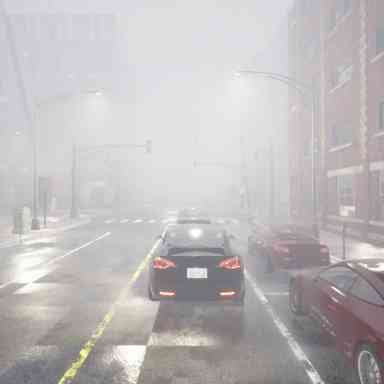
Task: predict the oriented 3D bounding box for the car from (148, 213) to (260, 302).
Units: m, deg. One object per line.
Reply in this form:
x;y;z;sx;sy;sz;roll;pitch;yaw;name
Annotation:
0.093;1.506;8.336;2.163;1.488;4.792;0;0;0;car

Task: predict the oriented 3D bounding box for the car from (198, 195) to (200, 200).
2.630;1.573;82.155;1.887;1.381;4.507;1;0;0;car

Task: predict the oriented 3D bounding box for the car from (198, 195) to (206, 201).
2.625;1.597;87.806;1.947;1.339;4.313;1;0;0;car

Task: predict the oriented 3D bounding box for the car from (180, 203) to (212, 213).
0.086;1.552;17.608;2.033;1.411;5.357;0;0;-1;car

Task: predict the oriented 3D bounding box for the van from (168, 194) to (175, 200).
-5.756;1.376;93.490;1.690;1.788;3.998;1;0;0;van

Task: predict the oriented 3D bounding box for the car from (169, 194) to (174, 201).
-5.746;1.607;76.533;1.802;1.307;4.206;1;0;0;car

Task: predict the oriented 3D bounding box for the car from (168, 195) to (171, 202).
-5.736;1.602;65.228;1.802;1.307;4.206;1;0;0;car

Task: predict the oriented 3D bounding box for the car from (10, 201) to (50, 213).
-18.744;1.730;38.655;4.313;1.339;1.947;0;-1;0;car

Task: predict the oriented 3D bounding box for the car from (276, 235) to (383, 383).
2.663;1.583;4.635;1.802;1.307;4.206;1;0;0;car

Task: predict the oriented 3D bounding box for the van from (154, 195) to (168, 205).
-5.727;1.359;59.576;1.690;1.788;3.998;1;0;0;van

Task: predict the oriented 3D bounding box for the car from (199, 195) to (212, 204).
2.650;1.544;59.715;1.752;1.417;4.829;1;0;0;car

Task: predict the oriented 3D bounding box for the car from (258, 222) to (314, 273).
2.828;1.585;10.291;1.802;1.307;4.206;1;0;0;car
